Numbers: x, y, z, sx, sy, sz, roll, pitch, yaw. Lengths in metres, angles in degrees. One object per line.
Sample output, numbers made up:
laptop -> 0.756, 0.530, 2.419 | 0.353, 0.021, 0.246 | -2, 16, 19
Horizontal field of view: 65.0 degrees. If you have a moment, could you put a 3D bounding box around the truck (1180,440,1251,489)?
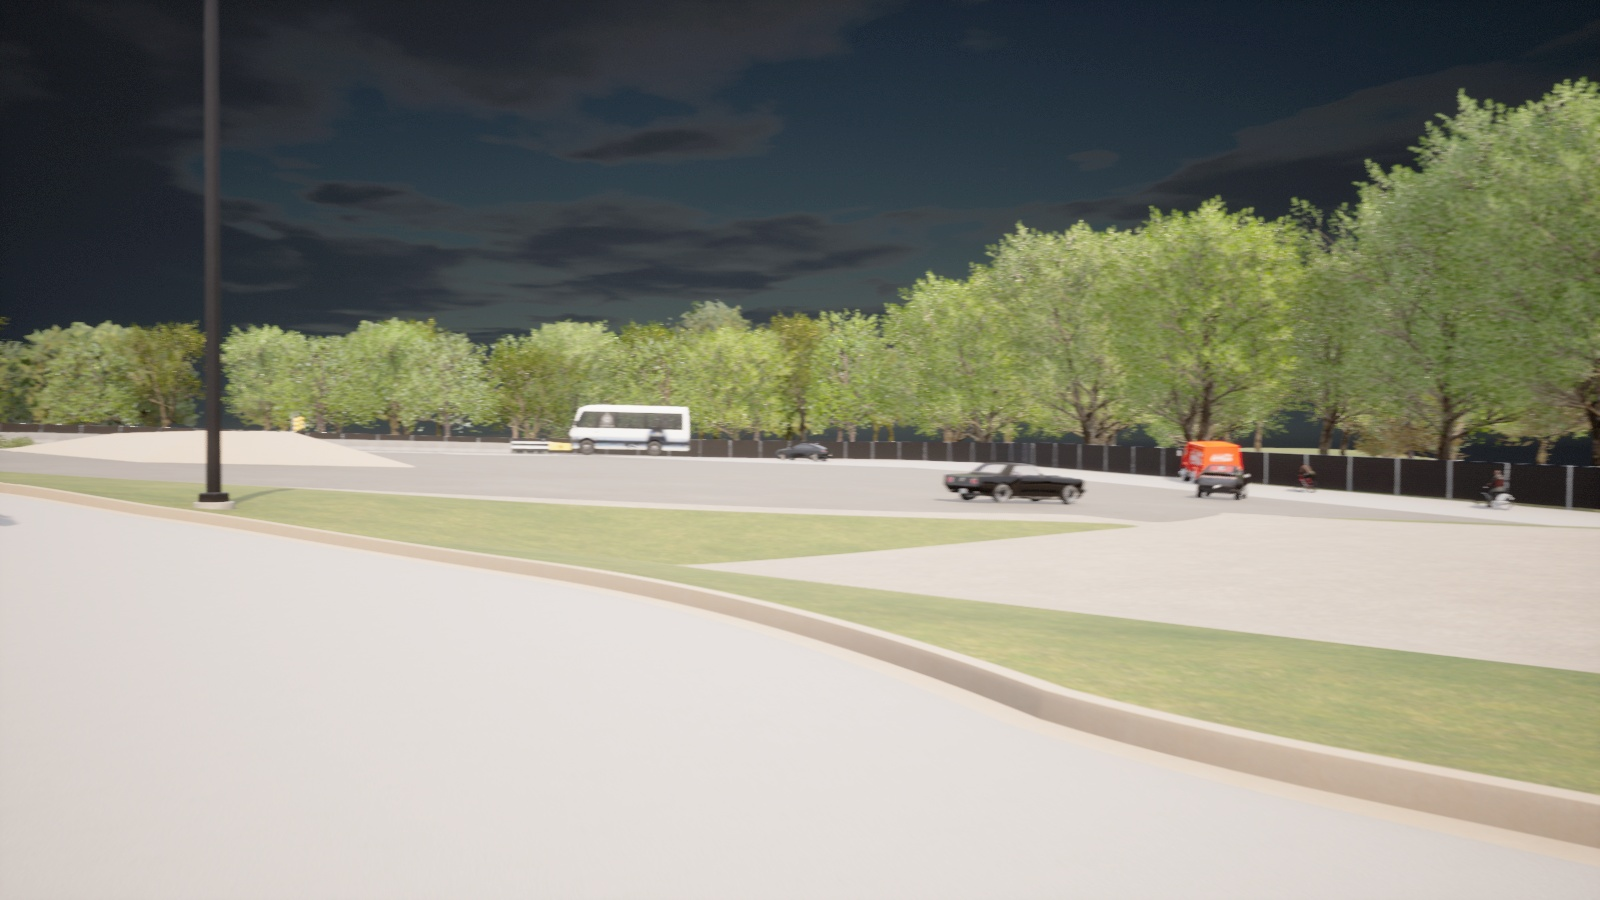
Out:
truck -> 24.647, 0.795, 74.704 | 2.627, 2.467, 5.204 | -1, 4, 2

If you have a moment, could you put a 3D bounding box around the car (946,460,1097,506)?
car -> 7.239, 1.092, 40.821 | 4.718, 1.301, 1.895 | 2, 0, -32

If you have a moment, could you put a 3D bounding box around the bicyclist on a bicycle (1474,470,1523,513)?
bicyclist on a bicycle -> 30.860, 1.820, 55.496 | 0.659, 1.776, 1.843 | 0, 2, -22

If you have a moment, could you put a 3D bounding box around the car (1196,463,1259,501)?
car -> 18.995, 1.397, 55.658 | 2.128, 1.511, 4.902 | 3, 0, 24
